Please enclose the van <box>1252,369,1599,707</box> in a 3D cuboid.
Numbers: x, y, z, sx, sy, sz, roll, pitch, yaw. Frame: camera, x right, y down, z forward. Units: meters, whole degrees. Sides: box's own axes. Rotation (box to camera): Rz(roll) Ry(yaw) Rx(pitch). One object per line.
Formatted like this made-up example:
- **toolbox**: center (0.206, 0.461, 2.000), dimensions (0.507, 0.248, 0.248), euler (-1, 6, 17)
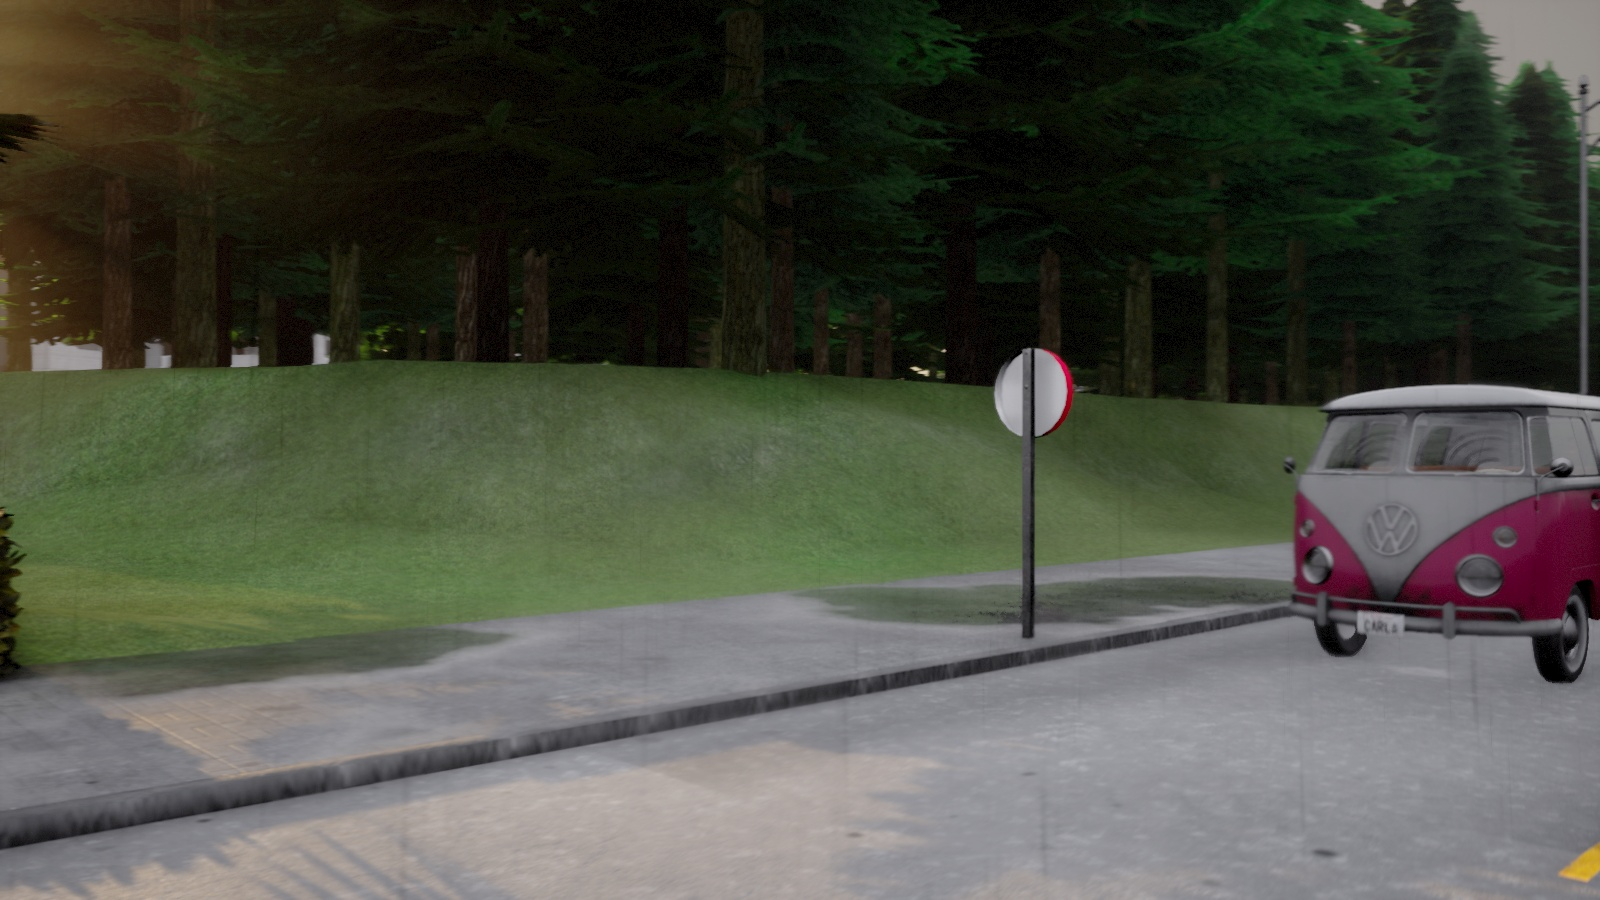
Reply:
- **van**: center (5.374, 0.523, 9.541), dimensions (4.442, 1.987, 1.775), euler (0, 0, -42)
